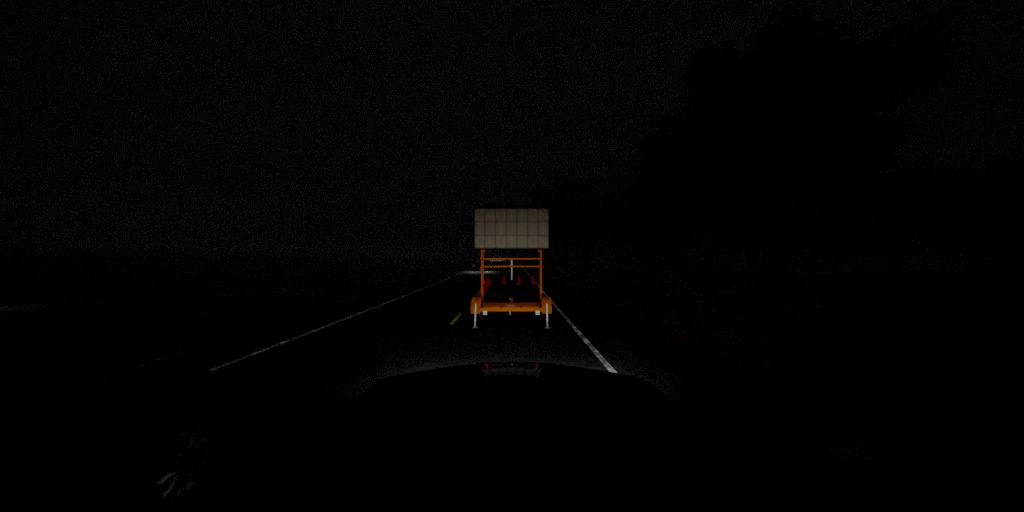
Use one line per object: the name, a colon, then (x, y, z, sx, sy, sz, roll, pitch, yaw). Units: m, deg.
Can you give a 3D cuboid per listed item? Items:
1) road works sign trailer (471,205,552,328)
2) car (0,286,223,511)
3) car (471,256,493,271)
road works sign trailer: (-0.009, 0.203, 11.305, 2.380, 3.560, 2.880, 0, 0, 0)
car: (-3.598, 1.102, 1.206, 2.097, 1.767, 4.553, 0, 0, 0)
car: (-3.675, 1.047, 42.981, 1.812, 1.442, 4.674, 0, 1, 0)
